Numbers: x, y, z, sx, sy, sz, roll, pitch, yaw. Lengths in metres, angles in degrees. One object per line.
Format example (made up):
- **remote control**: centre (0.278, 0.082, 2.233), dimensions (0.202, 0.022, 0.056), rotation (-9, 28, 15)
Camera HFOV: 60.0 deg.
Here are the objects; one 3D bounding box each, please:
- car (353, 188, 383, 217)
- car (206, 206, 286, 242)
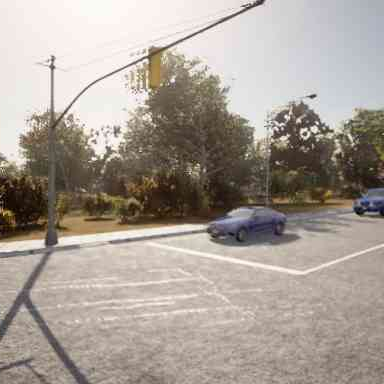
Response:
- **car**: centre (14.700, 0.714, 25.614), dimensions (5.566, 2.045, 2.150), rotation (-3, 2, -35)
- **car**: centre (2.734, 1.426, 15.968), dimensions (4.674, 1.442, 1.812), rotation (-1, 1, -42)
